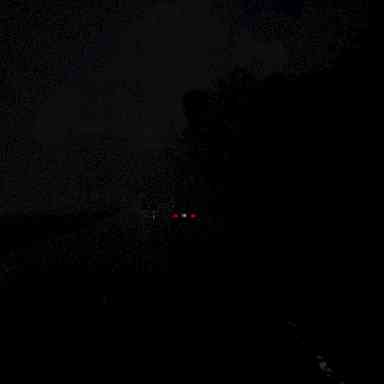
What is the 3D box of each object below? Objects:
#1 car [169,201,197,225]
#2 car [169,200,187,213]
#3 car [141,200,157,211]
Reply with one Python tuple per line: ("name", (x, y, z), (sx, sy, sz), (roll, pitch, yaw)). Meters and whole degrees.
("car", (-0.633, 1.659, 24.919), (2.033, 1.411, 5.357), (0, 0, -3))
("car", (-1.844, 1.782, 41.869), (2.033, 1.411, 5.357), (0, -1, -5))
("car", (-5.797, 1.821, 45.538), (1.994, 1.385, 4.181), (0, -1, -5))
